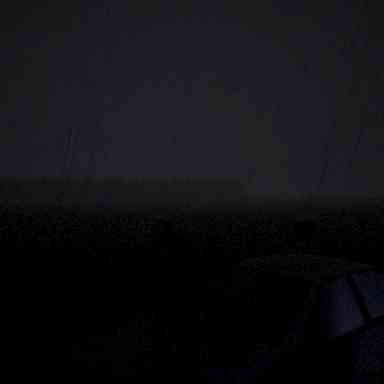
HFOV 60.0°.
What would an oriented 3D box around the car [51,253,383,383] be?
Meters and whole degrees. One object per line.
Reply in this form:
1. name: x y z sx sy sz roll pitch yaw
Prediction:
1. car: 1.258 1.544 4.042 5.357 1.411 2.033 0 0 -36
